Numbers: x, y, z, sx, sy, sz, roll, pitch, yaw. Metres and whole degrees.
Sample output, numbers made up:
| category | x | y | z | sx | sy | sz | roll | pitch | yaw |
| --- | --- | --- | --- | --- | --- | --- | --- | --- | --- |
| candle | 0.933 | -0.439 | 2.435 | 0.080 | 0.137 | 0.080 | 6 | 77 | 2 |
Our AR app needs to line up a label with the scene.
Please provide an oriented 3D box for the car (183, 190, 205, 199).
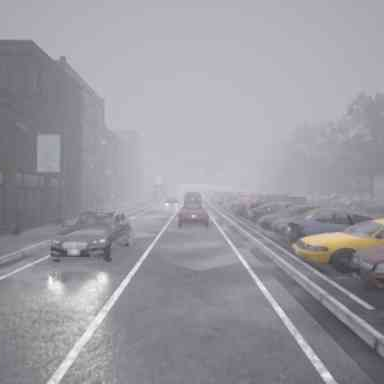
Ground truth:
| category | x | y | z | sx | sy | sz | roll | pitch | yaw |
| --- | --- | --- | --- | --- | --- | --- | --- | --- | --- |
| car | 0.098 | 0.978 | 41.459 | 2.150 | 2.045 | 5.566 | 0 | 0 | 0 |

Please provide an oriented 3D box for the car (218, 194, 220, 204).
| category | x | y | z | sx | sy | sz | roll | pitch | yaw |
| --- | --- | --- | --- | --- | --- | --- | --- | --- | --- |
| car | 6.169 | 1.306 | 43.498 | 4.674 | 1.452 | 2.002 | 0 | 0 | 0 |

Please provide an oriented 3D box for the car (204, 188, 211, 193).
| category | x | y | z | sx | sy | sz | roll | pitch | yaw |
| --- | --- | --- | --- | --- | --- | --- | --- | --- | --- |
| car | 6.330 | 0.697 | 82.461 | 5.566 | 2.045 | 2.435 | 0 | 1 | 0 |

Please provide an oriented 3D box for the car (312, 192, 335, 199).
| category | x | y | z | sx | sy | sz | roll | pitch | yaw |
| --- | --- | --- | --- | --- | --- | --- | --- | --- | --- |
| car | 19.219 | 1.014 | 43.467 | 5.566 | 2.045 | 2.435 | 0 | 0 | 0 |

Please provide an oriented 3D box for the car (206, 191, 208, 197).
| category | x | y | z | sx | sy | sz | roll | pitch | yaw |
| --- | --- | --- | --- | --- | --- | --- | --- | --- | --- |
| car | 6.468 | 0.995 | 76.897 | 5.366 | 1.575 | 1.946 | 0 | 1 | 0 |

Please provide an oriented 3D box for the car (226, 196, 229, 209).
| category | x | y | z | sx | sy | sz | roll | pitch | yaw |
| --- | --- | --- | --- | --- | --- | --- | --- | --- | --- |
| car | 6.122 | 1.342 | 32.365 | 4.892 | 1.521 | 2.231 | 0 | 0 | 0 |

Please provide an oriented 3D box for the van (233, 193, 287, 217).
| category | x | y | z | sx | sy | sz | roll | pitch | yaw |
| --- | --- | --- | --- | --- | --- | --- | --- | --- | --- |
| van | 6.002 | 1.133 | 29.580 | 4.442 | 1.987 | 1.878 | 0 | 0 | 0 |

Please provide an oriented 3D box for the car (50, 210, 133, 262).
| category | x | y | z | sx | sy | sz | roll | pitch | yaw |
| --- | --- | --- | --- | --- | --- | --- | --- | --- | --- |
| car | -3.349 | 1.428 | 11.874 | 2.128 | 1.511 | 4.902 | 0 | 0 | 0 |

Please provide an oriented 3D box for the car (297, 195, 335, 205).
| category | x | y | z | sx | sy | sz | roll | pitch | yaw |
| --- | --- | --- | --- | --- | --- | --- | --- | --- | --- |
| car | 19.270 | 1.204 | 51.825 | 5.008 | 1.535 | 2.097 | 0 | 0 | 0 |

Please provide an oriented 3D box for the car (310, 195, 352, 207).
| category | x | y | z | sx | sy | sz | roll | pitch | yaw |
| --- | --- | --- | --- | --- | --- | --- | --- | --- | --- |
| car | 19.261 | 1.245 | 46.256 | 5.008 | 1.535 | 2.097 | 0 | 0 | 0 |

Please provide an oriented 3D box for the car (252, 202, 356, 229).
| category | x | y | z | sx | sy | sz | roll | pitch | yaw |
| --- | --- | --- | --- | --- | --- | --- | --- | --- | --- |
| car | 6.050 | 1.459 | 18.449 | 4.792 | 1.488 | 2.163 | 0 | 0 | 0 |

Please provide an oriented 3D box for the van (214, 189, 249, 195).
| category | x | y | z | sx | sy | sz | roll | pitch | yaw |
| --- | --- | --- | --- | --- | --- | --- | --- | --- | --- |
| van | 6.079 | 0.979 | 51.909 | 4.442 | 1.987 | 1.878 | 0 | 0 | 0 |

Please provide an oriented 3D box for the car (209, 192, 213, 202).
| category | x | y | z | sx | sy | sz | roll | pitch | yaw |
| --- | --- | --- | --- | --- | --- | --- | --- | --- | --- |
| car | 6.030 | 1.159 | 57.415 | 5.366 | 1.575 | 1.946 | 0 | 0 | 0 |

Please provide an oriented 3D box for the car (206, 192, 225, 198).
| category | x | y | z | sx | sy | sz | roll | pitch | yaw |
| --- | --- | --- | --- | --- | --- | --- | --- | --- | --- |
| car | 6.326 | 0.858 | 90.819 | 5.008 | 1.535 | 2.097 | 0 | 1 | 0 |

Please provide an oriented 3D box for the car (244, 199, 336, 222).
| category | x | y | z | sx | sy | sz | roll | pitch | yaw |
| --- | --- | --- | --- | --- | --- | --- | --- | --- | --- |
| car | 6.083 | 1.413 | 21.232 | 4.892 | 1.521 | 2.231 | 0 | 0 | 0 |

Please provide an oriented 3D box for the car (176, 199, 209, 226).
| category | x | y | z | sx | sy | sz | roll | pitch | yaw |
| --- | --- | --- | --- | --- | --- | --- | --- | --- | --- |
| car | 0.098 | 1.441 | 22.436 | 1.994 | 1.385 | 4.181 | 0 | 0 | 0 |

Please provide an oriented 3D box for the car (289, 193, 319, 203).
| category | x | y | z | sx | sy | sz | roll | pitch | yaw |
| --- | --- | --- | --- | --- | --- | --- | --- | --- | --- |
| car | 19.264 | 1.035 | 57.394 | 4.553 | 1.767 | 2.185 | 0 | 0 | 0 |

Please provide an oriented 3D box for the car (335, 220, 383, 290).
| category | x | y | z | sx | sy | sz | roll | pitch | yaw |
| --- | --- | --- | --- | --- | --- | --- | --- | --- | --- |
| car | 6.057 | 1.539 | 7.458 | 4.674 | 1.452 | 2.002 | 1 | 0 | 1 |

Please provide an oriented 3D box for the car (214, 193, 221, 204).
| category | x | y | z | sx | sy | sz | roll | pitch | yaw |
| --- | --- | --- | --- | --- | --- | --- | --- | --- | --- |
| car | 6.157 | 1.255 | 49.065 | 4.792 | 1.488 | 2.163 | 0 | 0 | 0 |

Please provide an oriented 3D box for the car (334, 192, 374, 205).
| category | x | y | z | sx | sy | sz | roll | pitch | yaw |
| --- | --- | --- | --- | --- | --- | --- | --- | --- | --- |
| car | 19.259 | 1.178 | 37.898 | 4.553 | 1.767 | 2.185 | 0 | 0 | 0 |

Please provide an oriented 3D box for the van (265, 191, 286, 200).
| category | x | y | z | sx | sy | sz | roll | pitch | yaw |
| --- | --- | --- | --- | --- | --- | --- | --- | --- | --- |
| van | 19.246 | 0.771 | 76.887 | 4.442 | 1.987 | 1.878 | 0 | 1 | 0 |

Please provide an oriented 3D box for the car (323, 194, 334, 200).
| category | x | y | z | sx | sy | sz | roll | pitch | yaw |
| --- | --- | --- | --- | --- | --- | --- | --- | --- | --- |
| car | 19.243 | 1.286 | 40.685 | 4.892 | 1.521 | 2.231 | 0 | 0 | 0 |

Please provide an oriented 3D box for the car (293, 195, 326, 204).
| category | x | y | z | sx | sy | sz | roll | pitch | yaw |
| --- | --- | --- | --- | --- | --- | --- | --- | --- | --- |
| car | 19.288 | 1.222 | 54.610 | 4.674 | 1.452 | 2.002 | 0 | 0 | 0 |

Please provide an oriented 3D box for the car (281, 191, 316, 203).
| category | x | y | z | sx | sy | sz | roll | pitch | yaw |
| --- | --- | --- | --- | --- | --- | --- | --- | --- | --- |
| car | 19.276 | 0.888 | 60.176 | 5.566 | 2.045 | 2.435 | 0 | 0 | 0 |

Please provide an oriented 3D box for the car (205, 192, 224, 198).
| category | x | y | z | sx | sy | sz | roll | pitch | yaw |
| --- | --- | --- | --- | --- | --- | --- | --- | --- | --- |
| car | 6.335 | 0.812 | 93.608 | 5.008 | 1.535 | 2.097 | 0 | 1 | 0 |

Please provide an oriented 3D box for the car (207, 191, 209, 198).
| category | x | y | z | sx | sy | sz | roll | pitch | yaw |
| --- | --- | --- | --- | --- | --- | --- | --- | --- | --- |
| car | 6.270 | 1.048 | 71.331 | 4.892 | 1.521 | 2.231 | 0 | 0 | 0 |

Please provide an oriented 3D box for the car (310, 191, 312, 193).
| category | x | y | z | sx | sy | sz | roll | pitch | yaw |
| --- | --- | --- | --- | --- | --- | --- | --- | --- | --- |
| car | 19.234 | 1.099 | 49.040 | 4.553 | 1.767 | 2.185 | 0 | 0 | 0 |

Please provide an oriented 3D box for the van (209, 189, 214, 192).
| category | x | y | z | sx | sy | sz | roll | pitch | yaw |
| --- | --- | --- | --- | --- | --- | --- | --- | --- | --- |
| van | 6.370 | 0.844 | 68.545 | 4.442 | 1.987 | 1.878 | 0 | 0 | 0 |

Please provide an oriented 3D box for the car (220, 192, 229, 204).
| category | x | y | z | sx | sy | sz | roll | pitch | yaw |
| --- | --- | --- | --- | --- | --- | --- | --- | --- | --- |
| car | 6.126 | 1.160 | 40.715 | 4.553 | 1.767 | 2.185 | 0 | 0 | 0 |

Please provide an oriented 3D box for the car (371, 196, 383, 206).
| category | x | y | z | sx | sy | sz | roll | pitch | yaw |
| --- | --- | --- | --- | --- | --- | --- | --- | --- | --- |
| car | 19.204 | 1.358 | 29.544 | 5.008 | 1.535 | 2.097 | 0 | 0 | 0 |

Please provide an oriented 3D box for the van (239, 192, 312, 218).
| category | x | y | z | sx | sy | sz | roll | pitch | yaw |
| --- | --- | --- | --- | --- | --- | --- | --- | --- | --- |
| van | 5.983 | 1.168 | 24.138 | 4.442 | 1.987 | 1.878 | 0 | 0 | 0 |

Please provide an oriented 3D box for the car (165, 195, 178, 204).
| category | x | y | z | sx | sy | sz | roll | pitch | yaw |
| --- | --- | --- | --- | --- | --- | --- | --- | --- | --- |
| car | -3.312 | 1.182 | 55.829 | 1.812 | 1.442 | 4.674 | 0 | 0 | 0 |

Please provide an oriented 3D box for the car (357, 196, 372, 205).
| category | x | y | z | sx | sy | sz | roll | pitch | yaw |
| --- | --- | --- | --- | --- | --- | --- | --- | --- | --- |
| car | 19.178 | 1.370 | 32.331 | 4.792 | 1.488 | 2.163 | 0 | 0 | 0 |

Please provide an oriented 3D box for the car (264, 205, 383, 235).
| category | x | y | z | sx | sy | sz | roll | pitch | yaw |
| --- | --- | --- | --- | --- | --- | --- | --- | --- | --- |
| car | 6.073 | 1.487 | 15.666 | 4.674 | 1.452 | 2.002 | 0 | 0 | 0 |

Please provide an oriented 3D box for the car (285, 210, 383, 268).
| category | x | y | z | sx | sy | sz | roll | pitch | yaw |
| --- | --- | --- | --- | --- | --- | --- | --- | --- | --- |
| car | 5.865 | 1.479 | 10.100 | 5.366 | 1.575 | 1.946 | 0 | 0 | 0 |

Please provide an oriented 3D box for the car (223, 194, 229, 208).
| category | x | y | z | sx | sy | sz | roll | pitch | yaw |
| --- | --- | --- | --- | --- | --- | --- | --- | --- | --- |
| car | 6.323 | 1.320 | 35.147 | 5.366 | 1.575 | 1.946 | 0 | 0 | 0 |

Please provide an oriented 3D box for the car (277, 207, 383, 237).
| category | x | y | z | sx | sy | sz | roll | pitch | yaw |
| --- | --- | --- | --- | --- | --- | --- | --- | --- | --- |
| car | 6.089 | 1.494 | 12.883 | 4.792 | 1.488 | 2.163 | 0 | 0 | 0 |

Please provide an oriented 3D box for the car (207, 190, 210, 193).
| category | x | y | z | sx | sy | sz | roll | pitch | yaw |
| --- | --- | --- | --- | --- | --- | --- | --- | --- | --- |
| car | 6.242 | 0.895 | 74.238 | 4.553 | 1.767 | 2.185 | 0 | 1 | 0 |

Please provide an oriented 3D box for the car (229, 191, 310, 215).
| category | x | y | z | sx | sy | sz | roll | pitch | yaw |
| --- | --- | --- | --- | --- | --- | --- | --- | --- | --- |
| car | 6.080 | 1.125 | 26.797 | 5.566 | 2.045 | 2.435 | 0 | 0 | 0 |

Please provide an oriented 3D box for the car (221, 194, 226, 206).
| category | x | y | z | sx | sy | sz | roll | pitch | yaw |
| --- | --- | --- | --- | --- | --- | --- | --- | --- | --- |
| car | 6.154 | 1.306 | 37.931 | 4.892 | 1.521 | 2.231 | 0 | 0 | 0 |
